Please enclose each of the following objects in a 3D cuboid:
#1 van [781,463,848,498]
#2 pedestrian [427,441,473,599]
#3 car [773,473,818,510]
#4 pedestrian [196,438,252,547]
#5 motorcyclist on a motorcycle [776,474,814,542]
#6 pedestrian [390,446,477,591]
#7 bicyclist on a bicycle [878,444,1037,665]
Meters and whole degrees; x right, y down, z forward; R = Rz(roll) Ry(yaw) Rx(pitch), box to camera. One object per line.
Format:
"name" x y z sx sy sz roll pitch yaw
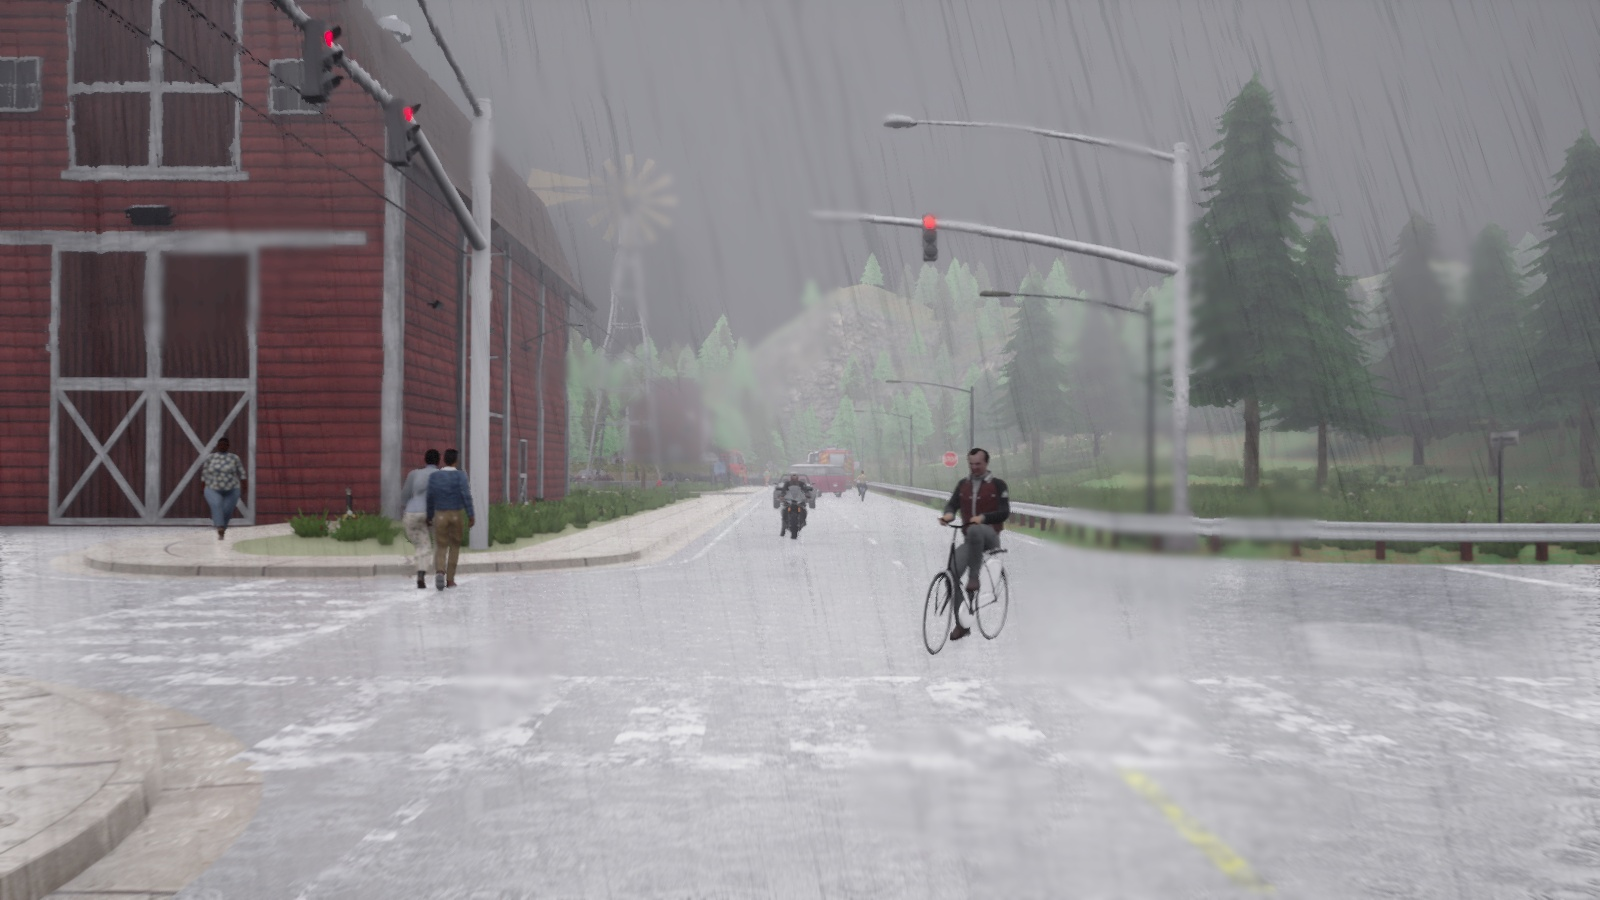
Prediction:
"van" 0.853 1.825 75.429 1.775 1.987 4.442 1 -1 -35
"pedestrian" -4.453 0.876 16.007 0.423 1.949 0.788 0 -1 -4
"car" -0.207 1.715 52.968 1.816 1.474 4.193 0 -1 0
"pedestrian" -10.136 0.738 22.103 0.874 1.855 0.900 0 -1 -25
"motorcyclist on a motorcycle" -0.116 1.349 29.794 0.866 1.530 2.191 0 -1 0
"pedestrian" -4.828 0.887 16.578 0.874 1.855 0.900 0 -1 1
"bicyclist on a bicycle" 1.428 0.851 11.082 0.659 1.776 1.843 1 0 32
